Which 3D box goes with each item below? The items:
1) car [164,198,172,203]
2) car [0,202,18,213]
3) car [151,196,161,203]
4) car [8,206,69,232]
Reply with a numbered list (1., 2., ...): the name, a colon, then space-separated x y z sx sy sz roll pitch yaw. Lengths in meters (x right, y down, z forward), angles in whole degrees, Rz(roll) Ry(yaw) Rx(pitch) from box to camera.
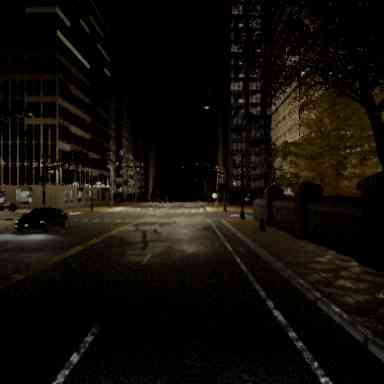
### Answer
1. car: -6.474 2.309 90.714 2.128 1.511 4.902 0 -1 0
2. car: -25.525 2.023 44.531 4.313 1.339 1.947 0 0 2
3. car: -9.724 2.009 90.690 2.150 2.045 5.566 0 -1 0
4. car: -9.795 1.783 22.121 1.837 1.490 4.892 0 -1 0
